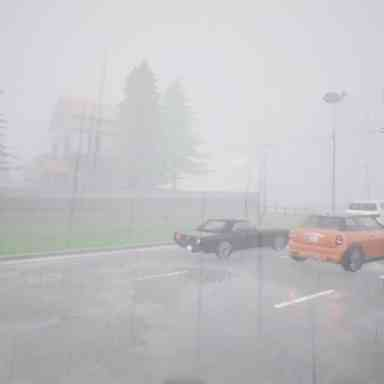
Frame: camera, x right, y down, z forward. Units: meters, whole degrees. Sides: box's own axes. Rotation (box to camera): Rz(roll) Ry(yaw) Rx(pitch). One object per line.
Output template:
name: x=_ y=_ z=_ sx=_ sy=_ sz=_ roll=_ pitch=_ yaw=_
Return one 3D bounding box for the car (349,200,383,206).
car: x=11.396 y=1.496 z=19.983 sx=5.566 sy=2.045 sz=2.150 roll=1 pitch=0 yaw=-36

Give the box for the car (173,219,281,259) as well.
car: x=1.718 y=1.719 z=13.069 sx=4.718 sy=1.301 sz=1.895 roll=1 pitch=-1 yaw=-35

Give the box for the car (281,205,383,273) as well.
car: x=5.481 y=1.496 z=11.460 sx=4.553 sy=1.767 sz=2.097 roll=1 pitch=-1 yaw=-35
